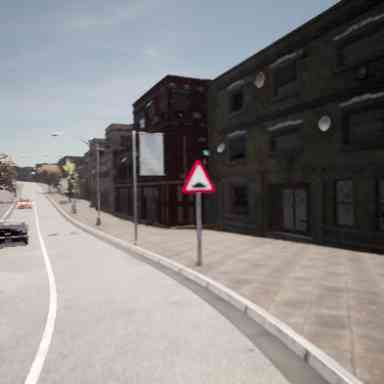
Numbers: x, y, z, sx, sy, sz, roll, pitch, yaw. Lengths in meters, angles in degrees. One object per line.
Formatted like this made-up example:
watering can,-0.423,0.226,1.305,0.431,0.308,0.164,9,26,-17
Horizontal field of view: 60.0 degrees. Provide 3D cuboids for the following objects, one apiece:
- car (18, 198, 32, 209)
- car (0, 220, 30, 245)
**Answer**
car,-27.822,1.870,55.483,2.097,1.767,4.553,-1,3,-25
car,-10.253,2.266,18.847,1.895,1.301,4.718,-1,-1,-26
